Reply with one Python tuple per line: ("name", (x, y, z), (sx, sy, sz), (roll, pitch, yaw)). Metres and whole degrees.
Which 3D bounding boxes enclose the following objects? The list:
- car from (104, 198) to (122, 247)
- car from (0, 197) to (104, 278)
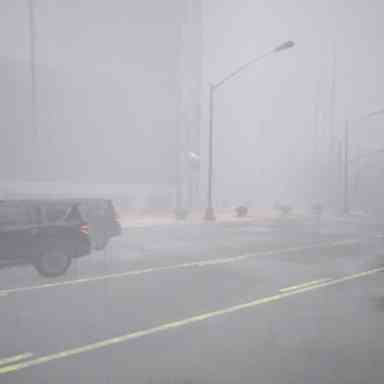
("car", (-5.525, 1.238, 12.946), (5.566, 2.045, 2.150), (0, 0, -35))
("car", (-5.458, 1.224, 8.695), (5.566, 2.045, 2.150), (0, 0, -35))
